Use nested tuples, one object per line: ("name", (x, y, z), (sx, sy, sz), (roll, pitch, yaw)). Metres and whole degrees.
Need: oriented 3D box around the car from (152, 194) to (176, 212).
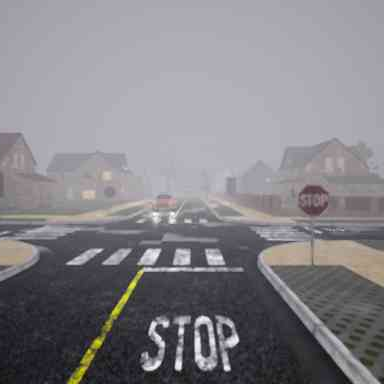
("car", (-2.684, 0.948, 32.694), (2.097, 1.767, 4.553), (0, 1, 0))
